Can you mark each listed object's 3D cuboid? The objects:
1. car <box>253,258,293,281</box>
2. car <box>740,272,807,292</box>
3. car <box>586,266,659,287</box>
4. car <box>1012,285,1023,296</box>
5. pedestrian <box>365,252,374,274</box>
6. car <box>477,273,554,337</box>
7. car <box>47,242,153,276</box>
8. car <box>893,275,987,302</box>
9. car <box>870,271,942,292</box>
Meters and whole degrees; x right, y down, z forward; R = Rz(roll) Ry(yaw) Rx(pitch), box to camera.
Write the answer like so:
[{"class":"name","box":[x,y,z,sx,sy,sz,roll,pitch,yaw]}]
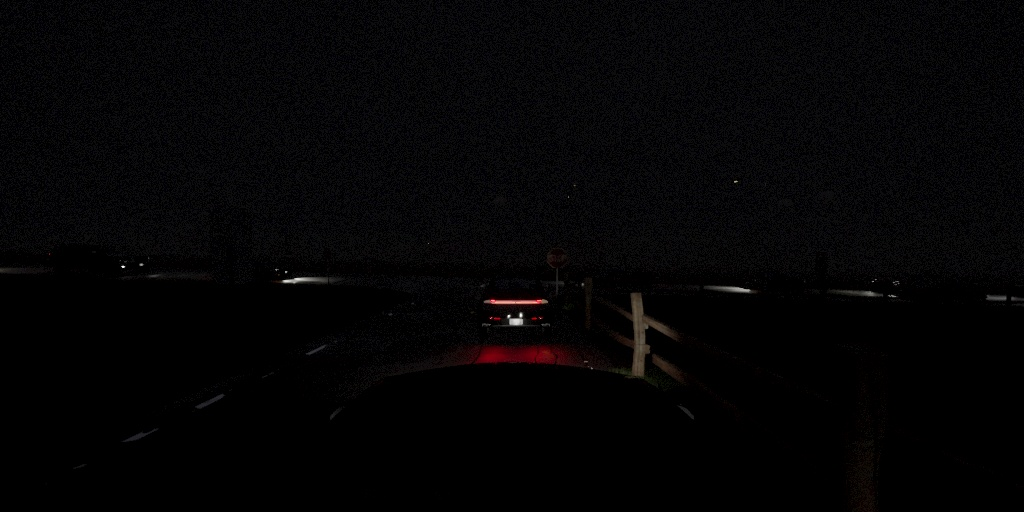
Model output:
[{"class":"car","box":[-17.427,0.848,24.498,4.181,1.385,1.994,2,3,0]},{"class":"car","box":[19.871,1.908,27.331,4.181,1.385,1.994,2,3,0]},{"class":"car","box":[8.332,1.519,27.357,5.357,1.411,2.033,2,4,0]},{"class":"car","box":[41.097,2.581,27.236,4.718,1.301,1.895,2,3,0]},{"class":"pedestrian","box":[-12.083,0.539,30.437,0.375,1.860,0.375,0,1,0]},{"class":"car","box":[0.078,1.237,10.323,2.128,1.511,4.902,0,0,0]},{"class":"car","box":[-28.074,0.151,24.511,5.566,2.045,2.150,2,3,0]},{"class":"car","box":[29.250,2.334,24.357,4.181,1.385,1.994,2,3,0]},{"class":"car","box":[30.267,2.016,27.283,4.553,1.767,2.097,2,3,0]}]
